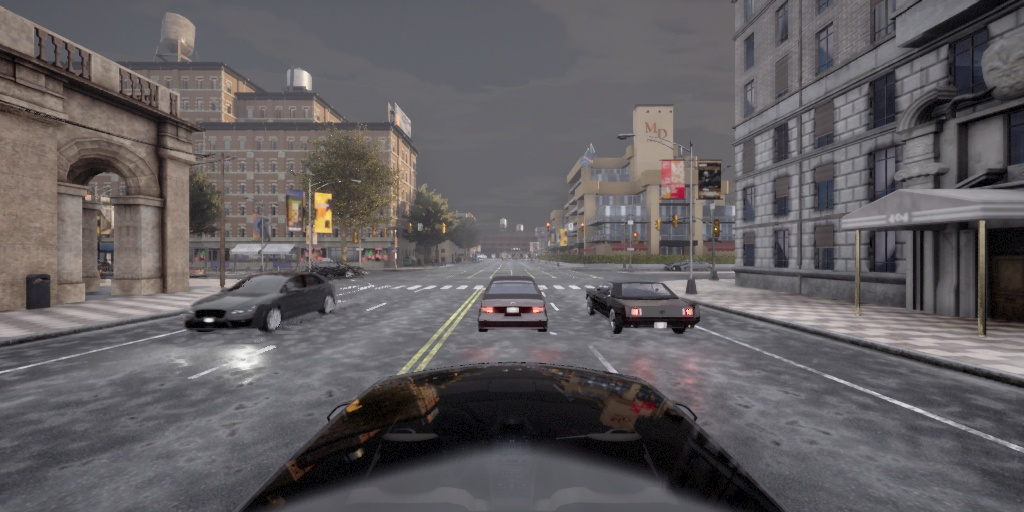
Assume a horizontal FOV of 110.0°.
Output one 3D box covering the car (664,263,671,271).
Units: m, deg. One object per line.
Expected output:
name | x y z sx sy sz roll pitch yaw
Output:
car | 23.004 1.242 48.255 4.902 1.511 2.128 0 0 0

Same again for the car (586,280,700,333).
car | 3.520 1.351 10.703 1.895 1.301 4.718 0 0 0

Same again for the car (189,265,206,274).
car | -30.905 1.277 32.935 4.674 1.442 1.812 1 0 0

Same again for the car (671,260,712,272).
car | 22.709 1.314 44.758 4.181 1.385 1.994 0 0 0

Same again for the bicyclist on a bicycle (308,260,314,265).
bicyclist on a bicycle | -31.369 1.050 55.916 0.582 1.620 1.656 0 0 0

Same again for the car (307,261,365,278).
car | -16.186 1.227 32.970 5.008 1.535 1.882 0 0 0

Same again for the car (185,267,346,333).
car | -7.135 1.255 10.846 1.837 1.490 4.892 0 0 0

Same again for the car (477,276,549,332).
car | 0.019 1.297 10.821 2.033 1.411 5.357 0 0 0
